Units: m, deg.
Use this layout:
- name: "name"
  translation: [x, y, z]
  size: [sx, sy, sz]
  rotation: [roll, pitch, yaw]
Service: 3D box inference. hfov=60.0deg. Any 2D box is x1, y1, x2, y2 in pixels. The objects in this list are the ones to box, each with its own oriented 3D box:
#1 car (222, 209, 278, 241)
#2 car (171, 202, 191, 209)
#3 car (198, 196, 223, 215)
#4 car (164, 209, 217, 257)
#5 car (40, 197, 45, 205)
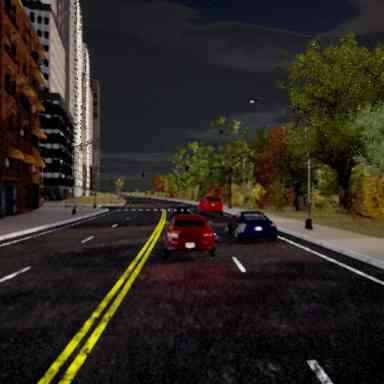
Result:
- name: "car"
  translation: [2.991, 1.665, 17.289]
  size: [1.994, 1.385, 4.181]
  rotation: [0, 0, -2]
- name: "car"
  translation: [-1.080, 1.743, 33.120]
  size: [2.033, 1.411, 5.357]
  rotation: [0, 0, -4]
- name: "car"
  translation: [1.957, 1.428, 36.174]
  size: [2.150, 2.045, 5.566]
  rotation: [0, 0, -4]
- name: "car"
  translation: [-0.125, 1.608, 13.294]
  size: [1.812, 1.442, 4.674]
  rotation: [0, 0, -2]
- name: "car"
  translation: [-27.394, 1.434, 56.723]
  size: [4.097, 1.590, 1.967]
  rotation: [1, -1, -13]
